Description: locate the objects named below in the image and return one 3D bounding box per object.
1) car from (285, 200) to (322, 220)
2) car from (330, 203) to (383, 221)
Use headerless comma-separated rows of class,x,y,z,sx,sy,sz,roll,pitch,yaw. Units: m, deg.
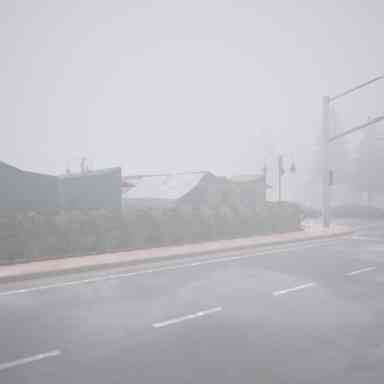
car,8.506,1.504,28.064,1.837,1.490,4.892,0,0,-37
car,13.639,1.564,27.335,1.994,1.385,4.181,0,0,-39
